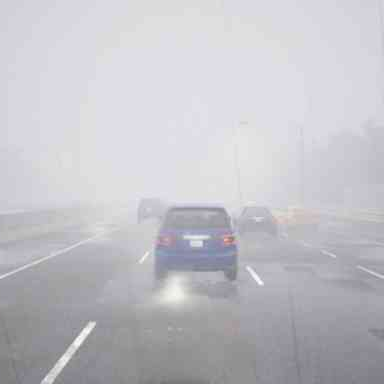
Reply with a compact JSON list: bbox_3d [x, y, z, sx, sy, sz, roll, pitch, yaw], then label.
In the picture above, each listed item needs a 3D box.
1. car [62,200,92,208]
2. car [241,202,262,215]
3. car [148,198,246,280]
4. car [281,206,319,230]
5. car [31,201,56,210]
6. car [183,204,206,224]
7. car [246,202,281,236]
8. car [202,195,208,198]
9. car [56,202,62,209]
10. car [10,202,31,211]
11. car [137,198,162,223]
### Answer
[{"bbox_3d":[-13.903,1.921,41.642,2.128,1.511,4.902,0,-1,1],"label":"car"},{"bbox_3d":[7.276,1.957,41.102,1.812,1.442,4.674,0,-1,0],"label":"car"},{"bbox_3d":[0.113,1.334,10.494,2.150,2.045,5.566,0,-1,0],"label":"car"},{"bbox_3d":[7.158,1.726,23.111,1.882,1.535,5.008,0,-1,0],"label":"car"},{"bbox_3d":[-20.824,2.044,48.610,2.033,1.411,5.357,0,-1,1],"label":"car"},{"bbox_3d":[0.189,1.812,28.968,1.837,1.490,4.892,0,-1,0],"label":"car"},{"bbox_3d":[3.542,1.565,19.859,2.097,1.767,4.553,0,-1,0],"label":"car"},{"bbox_3d":[4.406,2.346,94.121,1.812,1.442,4.674,0,0,1],"label":"car"},{"bbox_3d":[-17.332,1.998,48.156,1.837,1.490,4.892,0,-1,1],"label":"car"},{"bbox_3d":[-24.323,2.093,48.286,1.895,1.301,4.718,0,-1,1],"label":"car"},{"bbox_3d":[-3.314,1.524,28.578,2.150,2.045,5.566,0,-1,0],"label":"car"}]
